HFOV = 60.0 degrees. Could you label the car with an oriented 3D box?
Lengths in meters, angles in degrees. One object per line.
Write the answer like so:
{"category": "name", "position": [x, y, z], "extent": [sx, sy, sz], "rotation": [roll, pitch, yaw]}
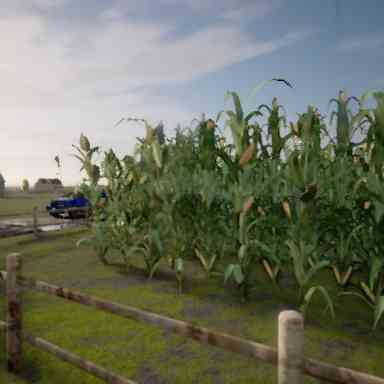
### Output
{"category": "car", "position": [-9.006, 0.823, 26.658], "extent": [2.150, 2.045, 5.566], "rotation": [1, 2, 22]}
